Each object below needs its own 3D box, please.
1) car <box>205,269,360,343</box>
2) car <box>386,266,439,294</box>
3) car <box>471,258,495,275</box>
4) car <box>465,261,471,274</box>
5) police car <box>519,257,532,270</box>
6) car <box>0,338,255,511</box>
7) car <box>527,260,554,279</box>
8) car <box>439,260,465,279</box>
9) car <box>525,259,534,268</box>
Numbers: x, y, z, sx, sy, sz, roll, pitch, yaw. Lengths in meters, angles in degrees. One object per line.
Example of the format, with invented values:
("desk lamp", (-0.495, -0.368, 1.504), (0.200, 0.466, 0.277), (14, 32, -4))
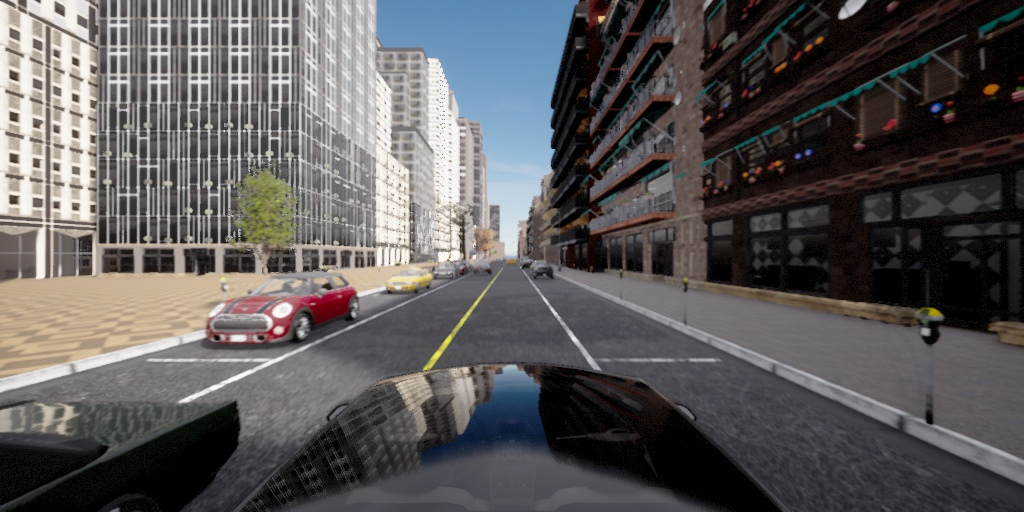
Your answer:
("car", (-5.696, 1.182, 9.453), (1.967, 1.591, 4.097), (0, 0, 0))
("car", (-5.699, 1.259, 20.349), (1.751, 1.417, 4.829), (0, 0, 0))
("car", (-3.105, 1.250, 38.533), (1.812, 1.442, 4.674), (0, 0, 0))
("car", (-5.706, 1.165, 37.117), (1.967, 1.591, 4.097), (0, 0, 0))
("police car", (2.345, 1.146, 52.496), (1.930, 1.638, 5.238), (0, 0, 0))
("car", (-3.092, 1.352, 0.600), (1.895, 1.301, 4.718), (0, 0, 0))
("car", (2.677, 1.279, 31.587), (2.007, 1.370, 4.403), (0, 0, 0))
("car", (-5.704, 1.278, 31.584), (2.007, 1.370, 4.403), (0, 0, 0))
("car", (2.674, 1.276, 37.120), (2.007, 1.370, 4.403), (0, 0, 0))
